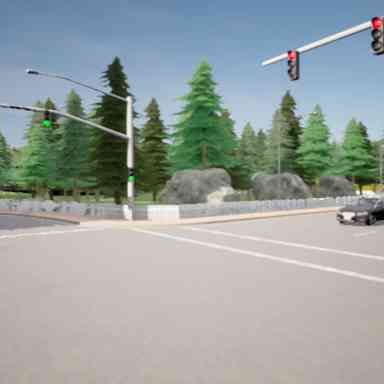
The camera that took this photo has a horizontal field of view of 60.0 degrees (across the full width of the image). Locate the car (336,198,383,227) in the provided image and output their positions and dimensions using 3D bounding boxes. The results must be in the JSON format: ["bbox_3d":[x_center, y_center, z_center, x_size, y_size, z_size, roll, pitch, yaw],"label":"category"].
[{"bbox_3d":[10.424,1.099,19.645,4.902,1.511,2.128,-1,1,-37],"label":"car"}]
